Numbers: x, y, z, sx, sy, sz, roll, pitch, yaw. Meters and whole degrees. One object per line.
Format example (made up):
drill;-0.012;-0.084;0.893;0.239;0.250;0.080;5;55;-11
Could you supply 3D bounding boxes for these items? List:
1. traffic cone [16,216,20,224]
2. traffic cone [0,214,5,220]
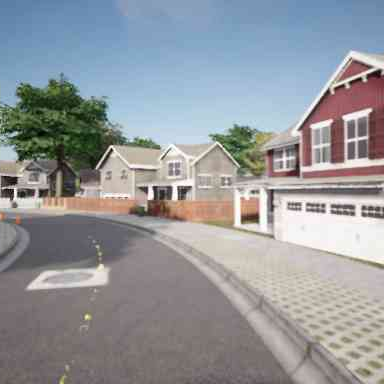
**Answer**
traffic cone;-12.982;2.051;24.829;0.340;0.580;0.340;-1;0;-39
traffic cone;-16.167;2.066;28.301;0.340;0.580;0.340;0;0;44
